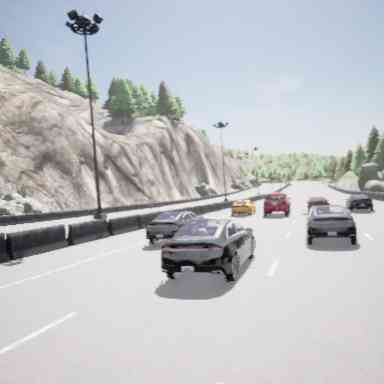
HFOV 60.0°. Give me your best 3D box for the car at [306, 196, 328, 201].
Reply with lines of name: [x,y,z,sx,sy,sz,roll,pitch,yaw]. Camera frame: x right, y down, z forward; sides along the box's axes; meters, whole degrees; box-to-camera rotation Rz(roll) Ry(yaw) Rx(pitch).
car: [11.888,1.152,31.552,1.882,1.535,5.008,-3,-1,19]

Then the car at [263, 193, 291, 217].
car: [7.888,1.109,30.739,2.150,2.045,5.566,-3,-1,19]

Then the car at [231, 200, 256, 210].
car: [5.276,1.545,33.819,1.882,1.535,5.008,-3,-1,19]

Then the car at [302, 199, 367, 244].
car: [5.982,1.314,14.616,2.128,1.511,4.902,-3,-1,19]

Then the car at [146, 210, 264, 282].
car: [0.689,1.561,10.049,2.128,1.511,4.902,-3,-1,19]

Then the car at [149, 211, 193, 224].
car: [-0.631,1.707,16.876,2.128,1.511,4.902,-3,-1,19]

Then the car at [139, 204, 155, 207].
car: [-6.544,2.090,53.340,2.033,1.411,5.357,-3,-1,19]

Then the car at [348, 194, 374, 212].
car: [15.193,0.955,30.414,1.882,1.535,5.008,-3,-1,19]
